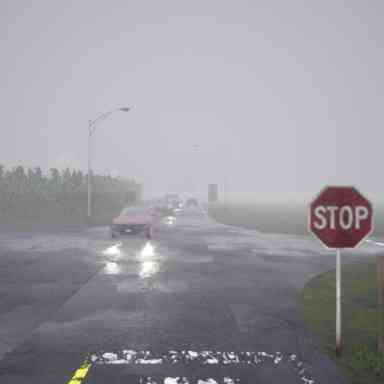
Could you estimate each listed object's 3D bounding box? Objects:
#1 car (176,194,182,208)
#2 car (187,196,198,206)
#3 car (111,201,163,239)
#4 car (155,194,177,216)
[{"bbox_3d":[-2.892,1.245,47.512,2.150,2.045,5.566,0,0,0],"label":"car"},{"bbox_3d":[0.042,1.529,56.612,1.837,1.490,4.892,0,0,0],"label":"car"},{"bbox_3d":[-2.862,1.472,17.477,1.882,1.535,5.008,0,0,0],"label":"car"},{"bbox_3d":[-2.882,1.367,32.930,2.097,1.767,4.553,0,0,0],"label":"car"}]
